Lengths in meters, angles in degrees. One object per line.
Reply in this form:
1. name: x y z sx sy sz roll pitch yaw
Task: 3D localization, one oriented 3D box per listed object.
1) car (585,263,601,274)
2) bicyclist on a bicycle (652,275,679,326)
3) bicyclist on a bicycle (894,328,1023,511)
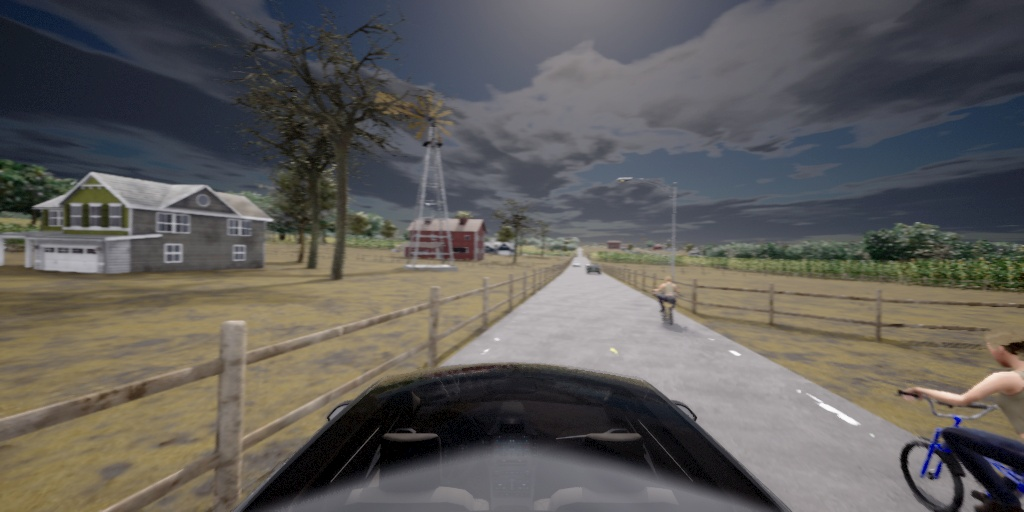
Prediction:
1. car: 12.920 1.917 56.977 2.097 1.767 4.553 2 0 11
2. bicyclist on a bicycle: 5.205 1.453 12.050 0.866 1.612 1.509 2 -1 11
3. bicyclist on a bicycle: 3.440 1.305 2.549 0.866 1.612 1.509 2 -1 10
